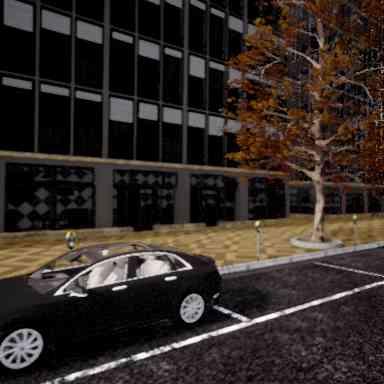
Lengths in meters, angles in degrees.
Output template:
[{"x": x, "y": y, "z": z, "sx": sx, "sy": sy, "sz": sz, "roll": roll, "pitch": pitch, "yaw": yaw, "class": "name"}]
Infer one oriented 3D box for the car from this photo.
[{"x": -1.469, "y": 1.571, "z": 5.508, "sx": 4.403, "sy": 1.369, "sz": 2.008, "roll": 1, "pitch": 0, "yaw": -35, "class": "car"}]
